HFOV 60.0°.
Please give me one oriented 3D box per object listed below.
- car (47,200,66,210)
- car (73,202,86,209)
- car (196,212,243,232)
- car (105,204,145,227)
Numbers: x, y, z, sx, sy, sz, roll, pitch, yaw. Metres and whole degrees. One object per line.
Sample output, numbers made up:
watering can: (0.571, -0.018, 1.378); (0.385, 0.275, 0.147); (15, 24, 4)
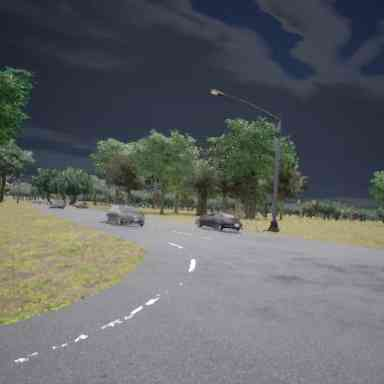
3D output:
car: (-21.294, 2.040, 52.698); (1.837, 1.490, 4.892); (5, -3, -28)
car: (-23.752, 2.802, 70.342); (1.812, 1.442, 4.674); (6, -4, -30)
car: (2.131, 2.307, 26.397); (1.812, 1.442, 4.674); (6, -3, -30)
car: (-5.056, 1.722, 24.854); (1.837, 1.490, 4.892); (6, -3, -30)
